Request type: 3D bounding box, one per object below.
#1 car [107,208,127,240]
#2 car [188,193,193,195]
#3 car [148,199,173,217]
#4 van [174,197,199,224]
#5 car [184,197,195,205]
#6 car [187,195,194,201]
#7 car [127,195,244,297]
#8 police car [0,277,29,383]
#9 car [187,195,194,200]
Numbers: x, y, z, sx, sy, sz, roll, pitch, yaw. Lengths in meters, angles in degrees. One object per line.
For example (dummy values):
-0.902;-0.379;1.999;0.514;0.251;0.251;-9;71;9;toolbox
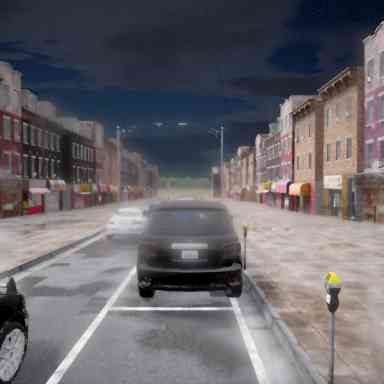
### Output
-2.998;1.518;16.867;1.812;1.442;4.674;0;0;0;car
-0.404;1.302;36.607;2.192;1.841;5.009;-1;0;0;car
-2.993;1.465;32.226;1.882;1.535;5.008;0;0;1;car
-0.403;1.331;25.542;1.690;1.788;3.998;-1;0;0;van
-0.397;1.562;58.737;1.802;1.307;4.206;-1;0;0;car
-0.398;1.541;86.399;1.947;1.339;4.313;-1;0;0;car
-0.039;1.224;8.682;2.150;2.045;5.566;0;0;0;car
-3.020;1.423;2.387;1.930;1.638;5.238;0;0;0;police car
-0.397;1.541;91.932;1.947;1.339;4.313;-1;0;0;car
